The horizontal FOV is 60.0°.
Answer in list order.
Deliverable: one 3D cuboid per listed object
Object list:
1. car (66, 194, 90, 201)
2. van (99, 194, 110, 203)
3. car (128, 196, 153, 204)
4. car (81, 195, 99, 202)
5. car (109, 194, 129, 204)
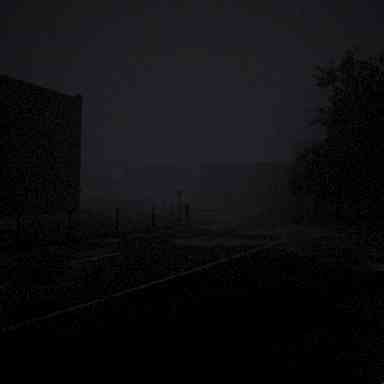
[{"bbox_3d":[-26.202,1.338,76.566,2.231,1.521,4.892,2,0,32],"label":"car"},{"bbox_3d":[-16.890,1.362,70.716,1.878,1.987,4.442,1,-1,32],"label":"van"},{"bbox_3d":[-9.740,1.774,66.428,2.163,1.488,4.792,1,-1,32],"label":"car"},{"bbox_3d":[-21.449,1.343,73.683,2.185,1.767,4.553,2,0,32],"label":"car"},{"bbox_3d":[-14.337,1.523,69.322,2.185,1.767,4.553,1,-1,32],"label":"car"}]
